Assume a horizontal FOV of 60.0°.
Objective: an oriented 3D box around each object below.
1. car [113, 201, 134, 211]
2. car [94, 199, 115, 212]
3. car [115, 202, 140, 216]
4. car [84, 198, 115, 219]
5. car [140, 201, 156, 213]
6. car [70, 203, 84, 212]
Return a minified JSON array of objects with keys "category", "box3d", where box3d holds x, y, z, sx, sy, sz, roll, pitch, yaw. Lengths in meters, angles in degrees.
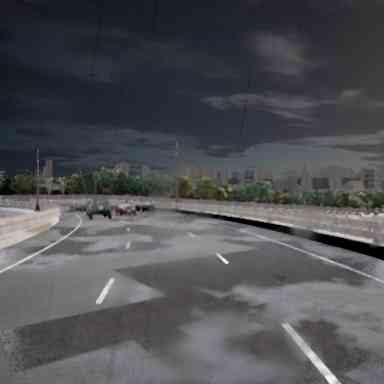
[{"category":"car","box3d":[-11.150,2.246,54.103,1.994,1.385,4.181,0,-1,-32]},{"category":"car","box3d":[-13.554,2.021,51.259,2.097,1.767,4.553,0,-1,-30]},{"category":"car","box3d":[-7.965,2.025,39.638,1.812,1.442,4.674,0,-1,-22]},{"category":"car","box3d":[-9.801,1.684,34.918,2.150,2.045,5.566,0,0,-21]},{"category":"car","box3d":[-6.438,2.023,44.980,1.882,1.535,5.008,0,-1,-27]},{"category":"car","box3d":[-17.113,2.289,50.423,1.895,1.301,4.718,0,-1,-32]}]
